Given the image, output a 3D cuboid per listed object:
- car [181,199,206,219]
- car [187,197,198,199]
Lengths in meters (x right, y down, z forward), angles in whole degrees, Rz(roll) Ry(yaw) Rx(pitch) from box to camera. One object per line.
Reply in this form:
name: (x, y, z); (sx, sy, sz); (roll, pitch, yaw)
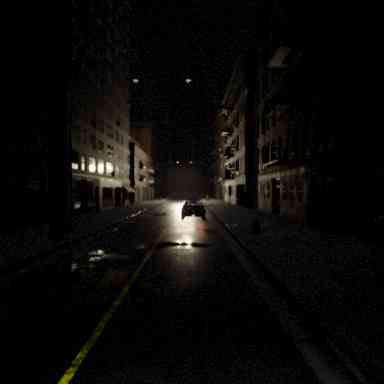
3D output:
car: (0.101, 1.461, 26.968); (1.895, 1.301, 4.718); (0, 0, 0)
car: (0.100, 1.366, 45.079); (1.895, 1.301, 4.718); (0, 0, 0)
